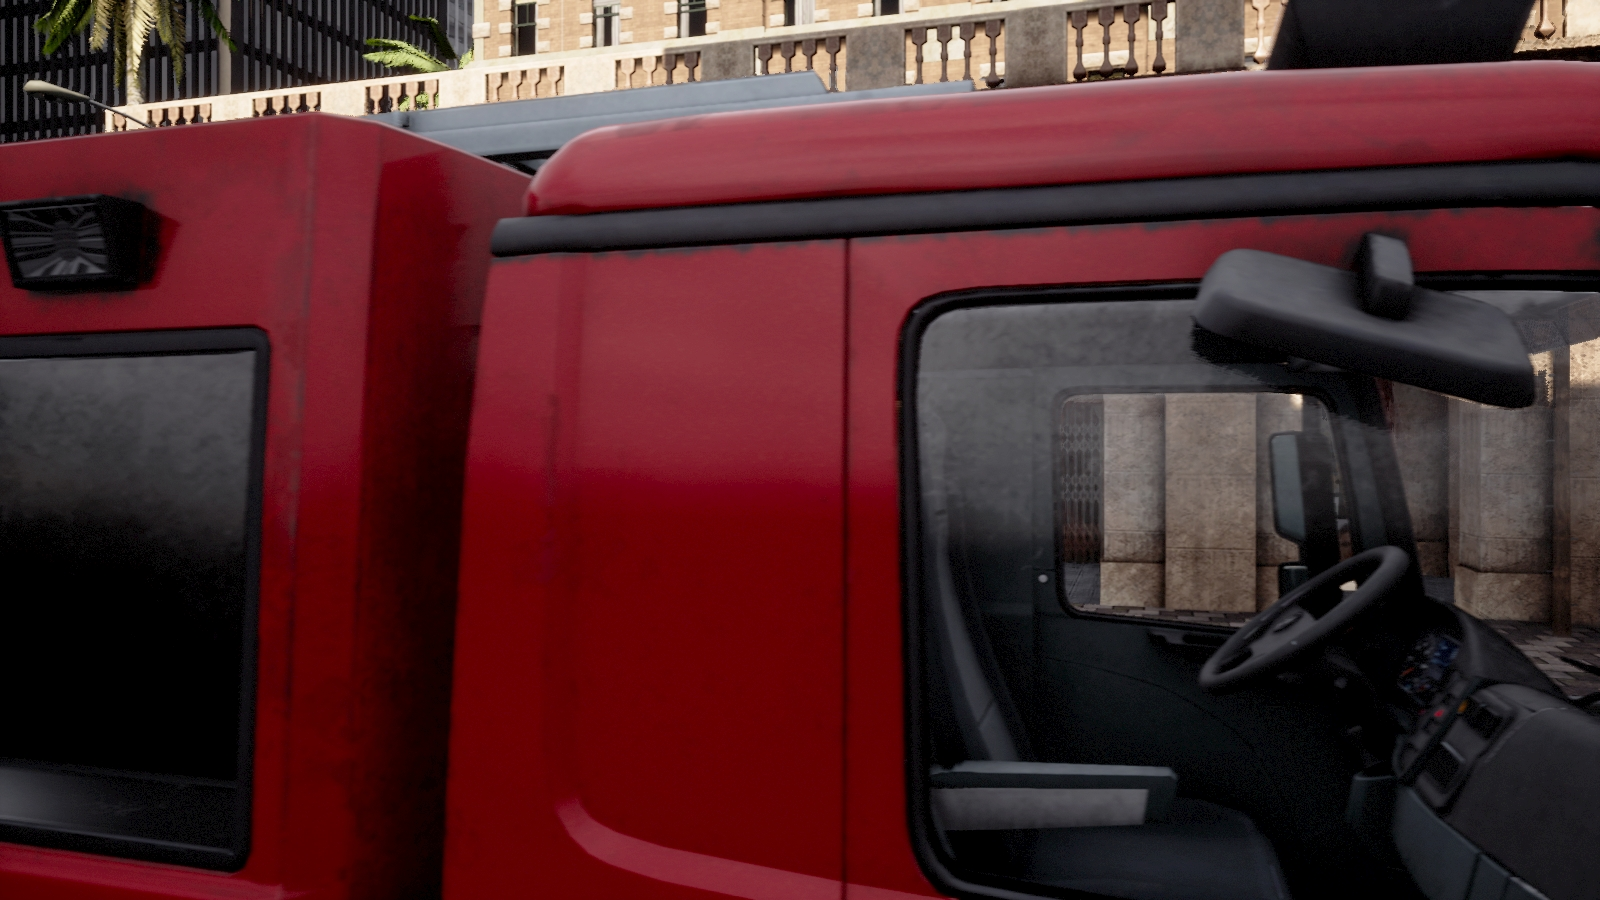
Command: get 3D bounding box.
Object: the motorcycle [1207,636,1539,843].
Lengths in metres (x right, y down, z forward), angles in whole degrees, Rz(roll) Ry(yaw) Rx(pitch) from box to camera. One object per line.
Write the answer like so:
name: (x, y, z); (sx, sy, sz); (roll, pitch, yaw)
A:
motorcycle: (4.388, 2.205, 8.962); (2.209, 1.251, 0.867); (0, 0, 17)
